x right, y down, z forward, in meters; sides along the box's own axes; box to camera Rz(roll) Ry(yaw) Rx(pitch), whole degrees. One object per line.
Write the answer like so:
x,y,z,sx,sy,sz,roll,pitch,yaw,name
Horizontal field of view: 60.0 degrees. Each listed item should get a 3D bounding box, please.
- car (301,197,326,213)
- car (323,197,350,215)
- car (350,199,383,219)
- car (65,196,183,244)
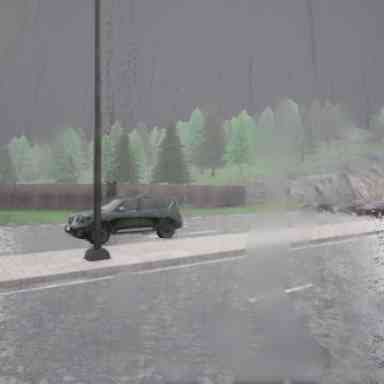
14.120,1.371,36.636,4.553,1.767,2.097,0,0,-35,car
15.907,1.511,33.615,4.902,1.511,2.128,0,0,-35,car
16.706,1.497,29.900,5.008,1.535,1.882,0,0,-35,car
-3.052,1.227,15.904,5.566,2.045,2.150,0,0,-35,car
